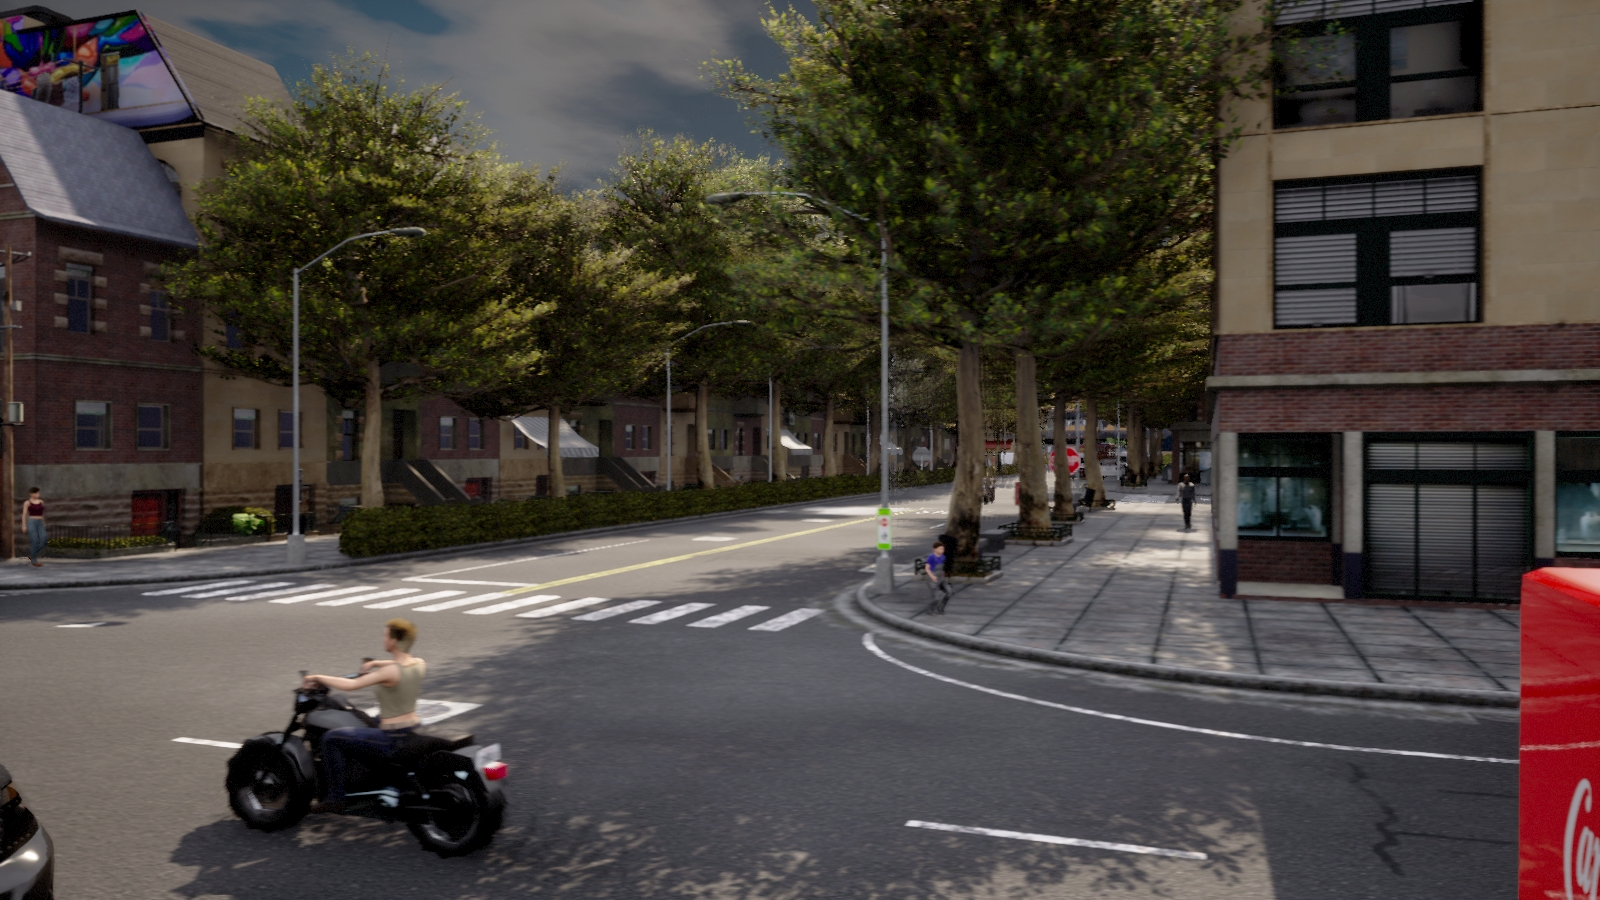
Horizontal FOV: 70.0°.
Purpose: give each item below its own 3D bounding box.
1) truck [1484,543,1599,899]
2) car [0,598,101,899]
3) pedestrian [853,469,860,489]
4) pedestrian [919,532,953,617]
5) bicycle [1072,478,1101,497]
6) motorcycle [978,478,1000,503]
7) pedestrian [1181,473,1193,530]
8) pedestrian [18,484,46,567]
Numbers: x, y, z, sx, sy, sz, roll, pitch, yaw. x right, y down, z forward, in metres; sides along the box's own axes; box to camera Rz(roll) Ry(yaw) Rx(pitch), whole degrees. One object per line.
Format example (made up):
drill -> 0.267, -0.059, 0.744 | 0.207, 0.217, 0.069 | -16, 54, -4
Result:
truck -> 4.304, 1.563, 1.741 | 5.204, 2.467, 2.627 | 0, 0, 20
car -> -6.462, 1.778, 5.622 | 5.566, 2.045, 2.150 | 0, 0, 20
pedestrian -> 3.863, 1.980, 77.809 | 0.375, 1.300, 0.375 | 0, 0, 20
pedestrian -> 2.164, 1.977, 18.204 | 0.375, 1.300, 0.375 | 0, 0, -37
bicycle -> 17.337, 2.258, 69.074 | 0.859, 1.080, 1.487 | 2, -1, -33
motorcycle -> 10.198, 2.172, 61.689 | 0.764, 1.277, 2.356 | 0, 0, 20
pedestrian -> 12.849, 1.697, 37.885 | 0.375, 1.860, 0.375 | 0, 0, 19
pedestrian -> -17.381, 1.700, 25.844 | 0.375, 1.860, 0.375 | 0, 0, 19
